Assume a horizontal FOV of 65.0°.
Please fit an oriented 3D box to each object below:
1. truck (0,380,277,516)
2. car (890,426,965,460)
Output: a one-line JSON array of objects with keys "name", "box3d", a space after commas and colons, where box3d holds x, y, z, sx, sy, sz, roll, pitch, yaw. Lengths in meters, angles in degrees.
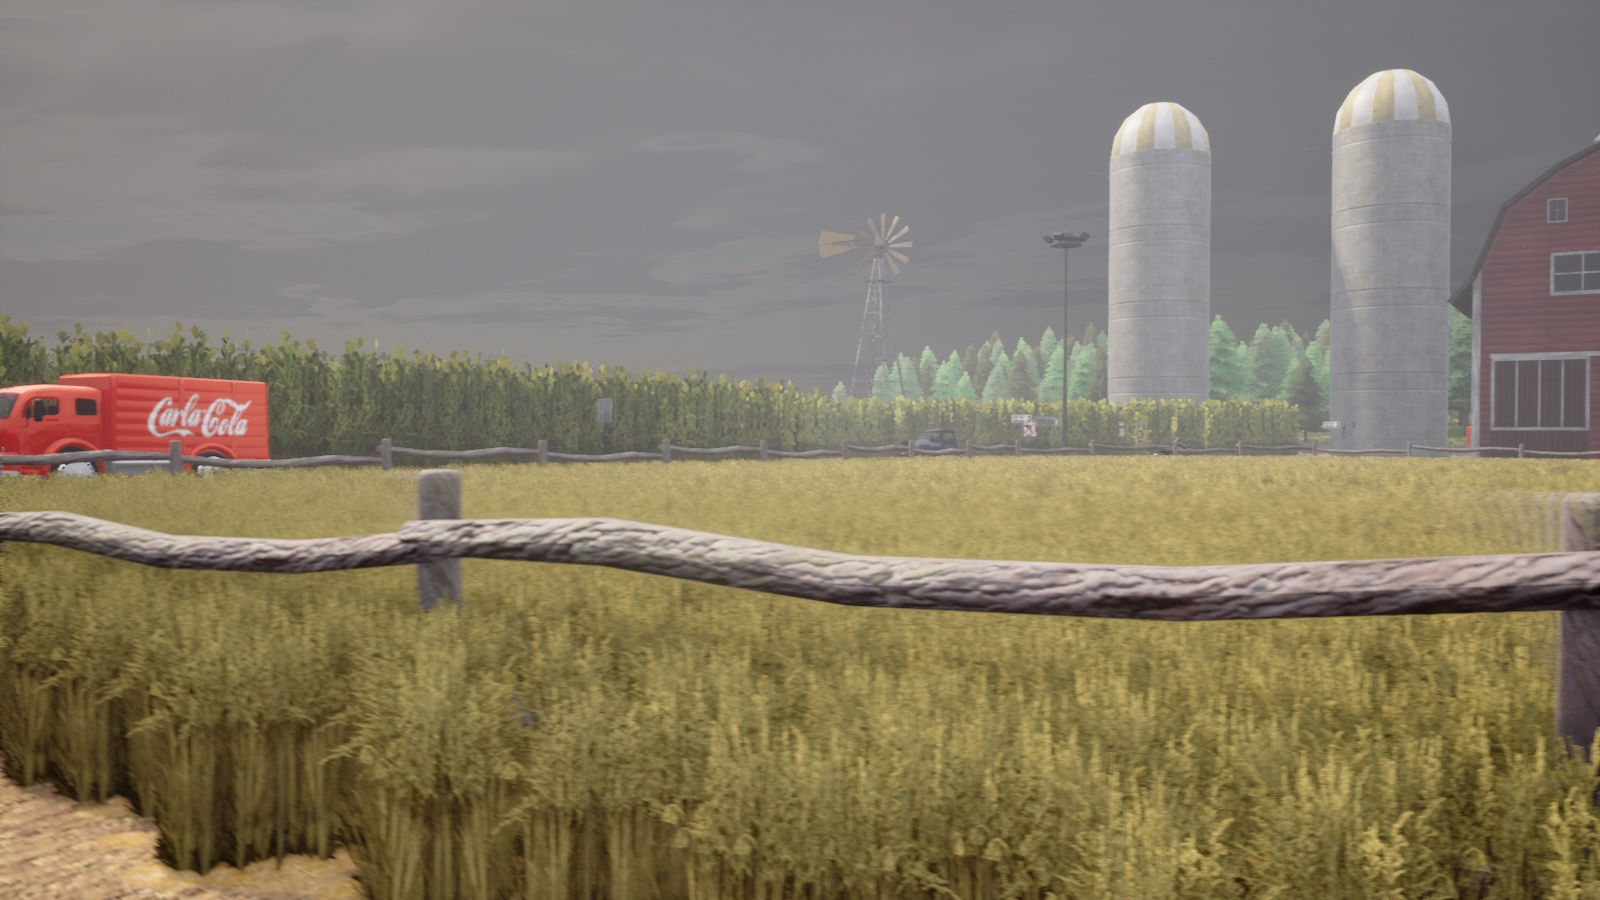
[{"name": "truck", "box3d": [-13.864, -0.046, 25.735, 2.627, 2.467, 5.204, 0, 0, 34]}, {"name": "car", "box3d": [7.327, -0.403, 72.174, 3.866, 1.878, 1.905, -1, 1, -30]}]
